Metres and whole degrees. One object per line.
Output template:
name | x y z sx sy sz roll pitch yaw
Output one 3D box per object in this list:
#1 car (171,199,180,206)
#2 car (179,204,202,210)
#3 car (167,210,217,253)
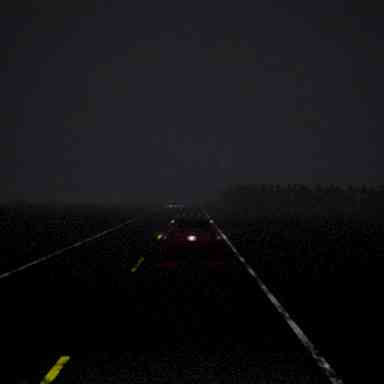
car | -3.523 2.179 71.668 1.812 1.442 4.674 0 -1 0
car | -0.008 1.873 29.120 1.895 1.301 4.718 0 0 0
car | -0.001 1.699 14.325 1.994 1.385 4.181 0 0 0
